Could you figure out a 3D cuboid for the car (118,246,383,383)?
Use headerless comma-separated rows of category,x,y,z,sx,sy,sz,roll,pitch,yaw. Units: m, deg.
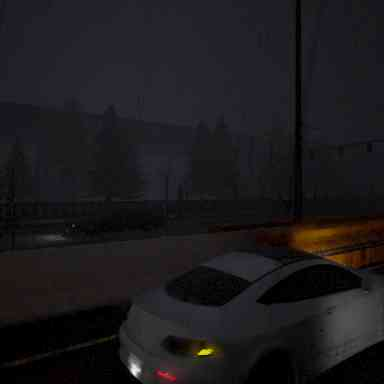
car,1.303,1.524,4.678,4.674,1.442,1.812,0,0,-36
